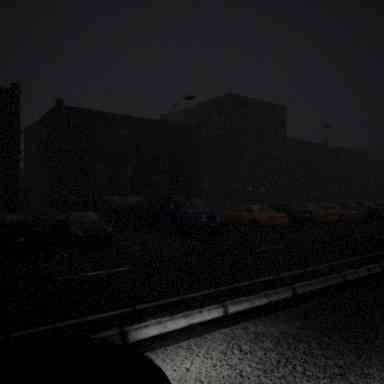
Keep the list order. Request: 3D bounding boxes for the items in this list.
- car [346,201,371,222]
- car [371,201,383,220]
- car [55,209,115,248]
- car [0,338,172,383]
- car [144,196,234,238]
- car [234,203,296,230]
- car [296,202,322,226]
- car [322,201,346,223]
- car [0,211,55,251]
[{"bbox_3d":[10.675,1.509,26.181,1.946,1.575,5.366,0,0,-36],"label":"car"},{"bbox_3d":[12.826,1.550,27.913,2.163,1.488,4.792,0,0,-36],"label":"car"},{"bbox_3d":[-5.111,1.528,15.068,2.002,1.452,4.674,0,0,-36],"label":"car"},{"bbox_3d":[-2.199,1.525,1.563,4.674,1.442,1.812,0,0,-36],"label":"car"},{"bbox_3d":[-0.616,1.237,18.262,2.435,2.045,5.566,0,0,-36],"label":"car"},{"bbox_3d":[3.735,1.491,21.653,1.946,1.575,5.366,0,0,-36],"label":"car"},{"bbox_3d":[6.066,1.529,23.137,2.163,1.488,4.792,0,0,-36],"label":"car"},{"bbox_3d":[8.212,1.501,24.873,1.946,1.575,5.366,0,0,-36],"label":"car"},{"bbox_3d":[-7.345,1.490,13.452,2.097,1.535,5.008,0,0,-36],"label":"car"}]
